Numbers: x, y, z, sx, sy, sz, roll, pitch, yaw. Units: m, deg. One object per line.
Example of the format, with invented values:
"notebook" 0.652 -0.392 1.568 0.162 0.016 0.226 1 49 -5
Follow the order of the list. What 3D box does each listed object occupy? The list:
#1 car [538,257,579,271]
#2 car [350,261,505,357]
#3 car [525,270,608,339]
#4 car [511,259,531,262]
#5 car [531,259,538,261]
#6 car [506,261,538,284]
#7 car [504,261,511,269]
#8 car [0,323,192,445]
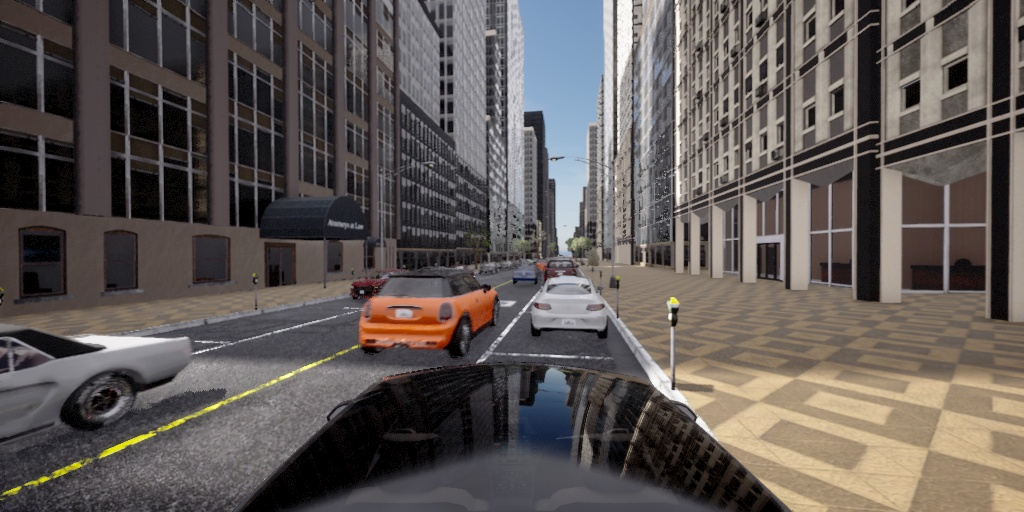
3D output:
"car" 3.042 1.072 22.028 2.192 1.841 5.009 0 0 9
"car" -1.688 1.110 8.838 2.097 1.767 4.553 0 0 9
"car" 1.598 1.278 10.085 1.812 1.442 4.674 0 0 9
"car" 1.592 1.277 49.053 2.128 1.511 4.902 0 0 9
"car" 3.916 1.124 44.570 2.097 1.767 4.553 0 0 9
"car" 1.223 1.313 27.062 2.033 1.411 5.357 0 0 9
"car" -0.753 1.338 51.411 2.007 1.370 4.403 0 0 9
"car" -5.861 1.366 3.014 1.895 1.301 4.718 0 0 9
